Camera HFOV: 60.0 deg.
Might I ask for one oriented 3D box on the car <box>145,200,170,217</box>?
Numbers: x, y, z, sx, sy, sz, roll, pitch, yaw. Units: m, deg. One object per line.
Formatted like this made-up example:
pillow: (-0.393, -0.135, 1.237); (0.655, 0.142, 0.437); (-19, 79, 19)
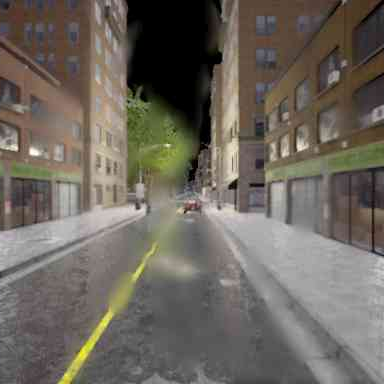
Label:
car: (-3.092, 1.468, 30.401); (2.128, 1.511, 4.902); (0, 0, 0)

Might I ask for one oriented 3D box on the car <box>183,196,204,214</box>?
car: (0.099, 1.497, 35.511); (1.812, 1.442, 4.674); (0, 0, 0)
